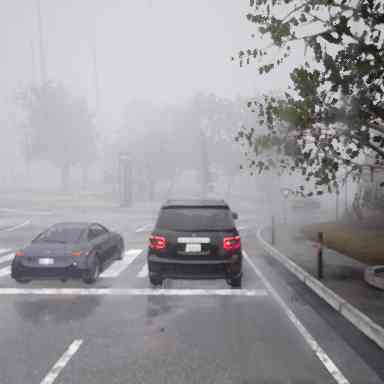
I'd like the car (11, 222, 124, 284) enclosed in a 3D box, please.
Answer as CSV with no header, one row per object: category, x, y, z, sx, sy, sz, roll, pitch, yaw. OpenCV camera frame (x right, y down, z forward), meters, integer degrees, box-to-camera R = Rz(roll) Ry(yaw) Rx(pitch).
car,-3.292,1.546,9.612,1.994,1.385,4.181,0,0,1

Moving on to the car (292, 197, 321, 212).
car,13.071,1.358,37.877,2.128,1.511,4.902,2,2,41

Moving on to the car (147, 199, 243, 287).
car,0.155,1.205,9.455,2.150,2.045,5.566,0,0,3

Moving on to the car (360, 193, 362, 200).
car,30.791,0.930,58.629,5.008,1.535,1.882,2,2,-35
